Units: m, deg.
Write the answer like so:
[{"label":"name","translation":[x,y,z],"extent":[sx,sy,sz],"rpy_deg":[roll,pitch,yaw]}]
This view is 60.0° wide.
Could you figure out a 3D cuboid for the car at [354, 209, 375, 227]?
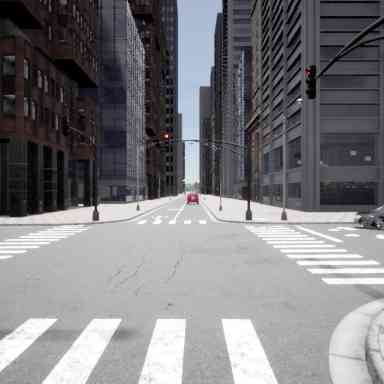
[{"label":"car","translation":[12.185,1.393,19.585],"extent":[4.902,1.511,2.128],"rpy_deg":[0,0,2]}]

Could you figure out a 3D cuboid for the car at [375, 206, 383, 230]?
[{"label":"car","translation":[12.157,1.401,16.355],"extent":[4.902,1.511,2.128],"rpy_deg":[0,0,-1]}]

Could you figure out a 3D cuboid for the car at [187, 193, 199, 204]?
[{"label":"car","translation":[0.191,1.240,62.324],"extent":[2.150,2.045,5.566],"rpy_deg":[0,0,0]}]
